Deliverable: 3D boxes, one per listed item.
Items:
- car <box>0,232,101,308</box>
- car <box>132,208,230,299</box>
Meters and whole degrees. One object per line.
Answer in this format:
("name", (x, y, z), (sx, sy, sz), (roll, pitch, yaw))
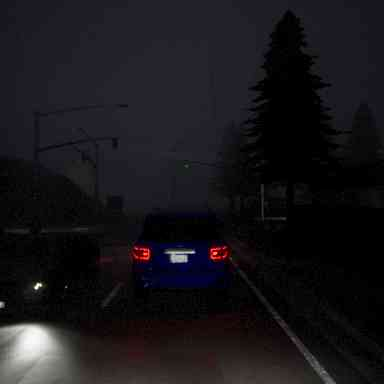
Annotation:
("car", (-3.841, 1.827, 9.003), (2.033, 1.411, 5.357), (-2, -1, -3))
("car", (-0.241, 1.439, 9.238), (2.150, 2.045, 5.566), (0, -1, 0))
